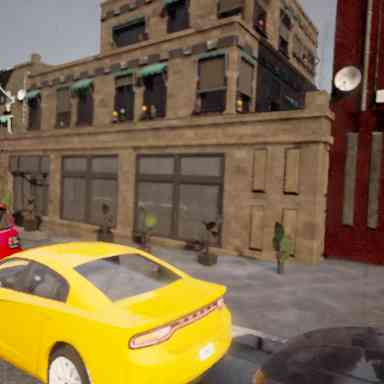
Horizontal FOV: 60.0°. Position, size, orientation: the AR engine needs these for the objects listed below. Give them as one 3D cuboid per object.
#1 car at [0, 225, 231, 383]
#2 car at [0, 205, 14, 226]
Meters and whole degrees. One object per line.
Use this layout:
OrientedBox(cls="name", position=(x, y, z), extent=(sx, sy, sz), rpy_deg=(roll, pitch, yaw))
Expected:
OrientedBox(cls="car", position=(-1.864, 1.489, 4.854), extent=(5.008, 1.535, 2.097), rpy_deg=(0, 0, 35))
OrientedBox(cls="car", position=(-6.292, 1.251, 8.004), extent=(5.566, 2.045, 2.435), rpy_deg=(0, 0, 35))
